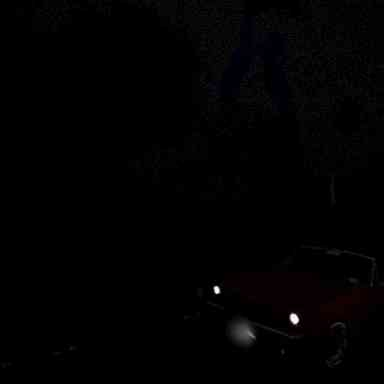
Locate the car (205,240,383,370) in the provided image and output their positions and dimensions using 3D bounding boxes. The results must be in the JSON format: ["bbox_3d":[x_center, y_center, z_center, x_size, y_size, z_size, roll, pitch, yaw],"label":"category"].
[{"bbox_3d":[2.545,1.605,5.825,4.718,1.301,1.895,0,0,-36],"label":"car"}]
